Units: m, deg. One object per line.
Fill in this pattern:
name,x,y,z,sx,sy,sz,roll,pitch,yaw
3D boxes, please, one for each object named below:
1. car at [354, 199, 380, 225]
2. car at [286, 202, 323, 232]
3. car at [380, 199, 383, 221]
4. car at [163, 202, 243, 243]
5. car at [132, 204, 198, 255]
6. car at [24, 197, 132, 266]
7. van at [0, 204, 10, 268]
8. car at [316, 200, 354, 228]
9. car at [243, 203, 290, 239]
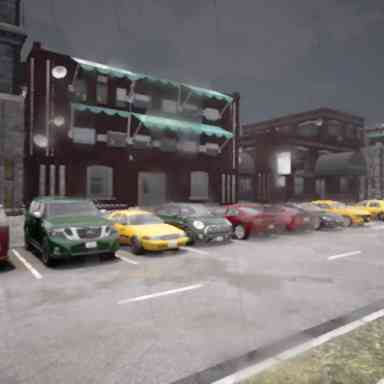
car,9.009,1.333,21.764,2.097,1.535,5.008,-1,0,-35
car,4.362,1.409,18.493,2.163,1.488,4.792,-1,0,-35
car,13.435,1.291,25.129,1.946,1.575,5.366,0,0,-35
car,-0.171,1.298,15.275,2.185,1.767,4.553,-1,0,-35
car,-2.211,1.440,13.560,1.946,1.575,5.366,0,0,-35
car,-4.571,1.209,12.074,2.435,2.045,5.566,0,0,-35
van,-7.021,1.252,10.516,1.878,1.987,4.442,0,0,-35
car,6.641,1.358,20.083,2.231,1.521,4.892,-1,0,-35
car,2.116,1.402,16.854,2.097,1.535,5.008,-1,0,-35
